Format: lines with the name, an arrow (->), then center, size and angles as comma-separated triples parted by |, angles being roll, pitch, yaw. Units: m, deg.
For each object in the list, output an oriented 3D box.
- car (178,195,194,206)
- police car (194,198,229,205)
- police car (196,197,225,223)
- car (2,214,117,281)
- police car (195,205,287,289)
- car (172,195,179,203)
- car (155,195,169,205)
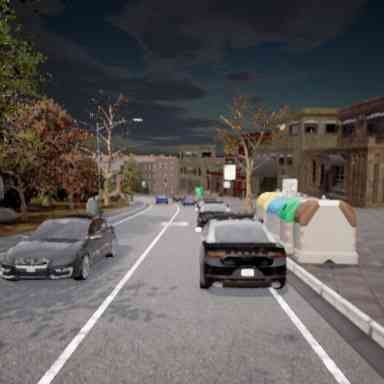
car -> -0.443, 1.283, 47.688 | 1.994, 1.385, 4.181 | -1, 0, -6
police car -> 1.219, 1.318, 19.204 | 1.930, 1.638, 5.238 | 0, 0, 1
police car -> 1.275, 1.284, 25.233 | 1.930, 1.638, 5.238 | 0, 0, 1
car -> -3.522, 1.451, 9.735 | 1.837, 1.490, 4.892 | 0, 0, 1
police car -> 1.124, 1.374, 9.156 | 1.930, 1.638, 5.238 | 0, 0, 1
car -> -2.489, 1.245, 61.311 | 1.895, 1.301, 4.718 | -1, 1, -12
car -> -4.801, 1.220, 52.905 | 1.882, 1.535, 5.008 | -1, 0, -8
